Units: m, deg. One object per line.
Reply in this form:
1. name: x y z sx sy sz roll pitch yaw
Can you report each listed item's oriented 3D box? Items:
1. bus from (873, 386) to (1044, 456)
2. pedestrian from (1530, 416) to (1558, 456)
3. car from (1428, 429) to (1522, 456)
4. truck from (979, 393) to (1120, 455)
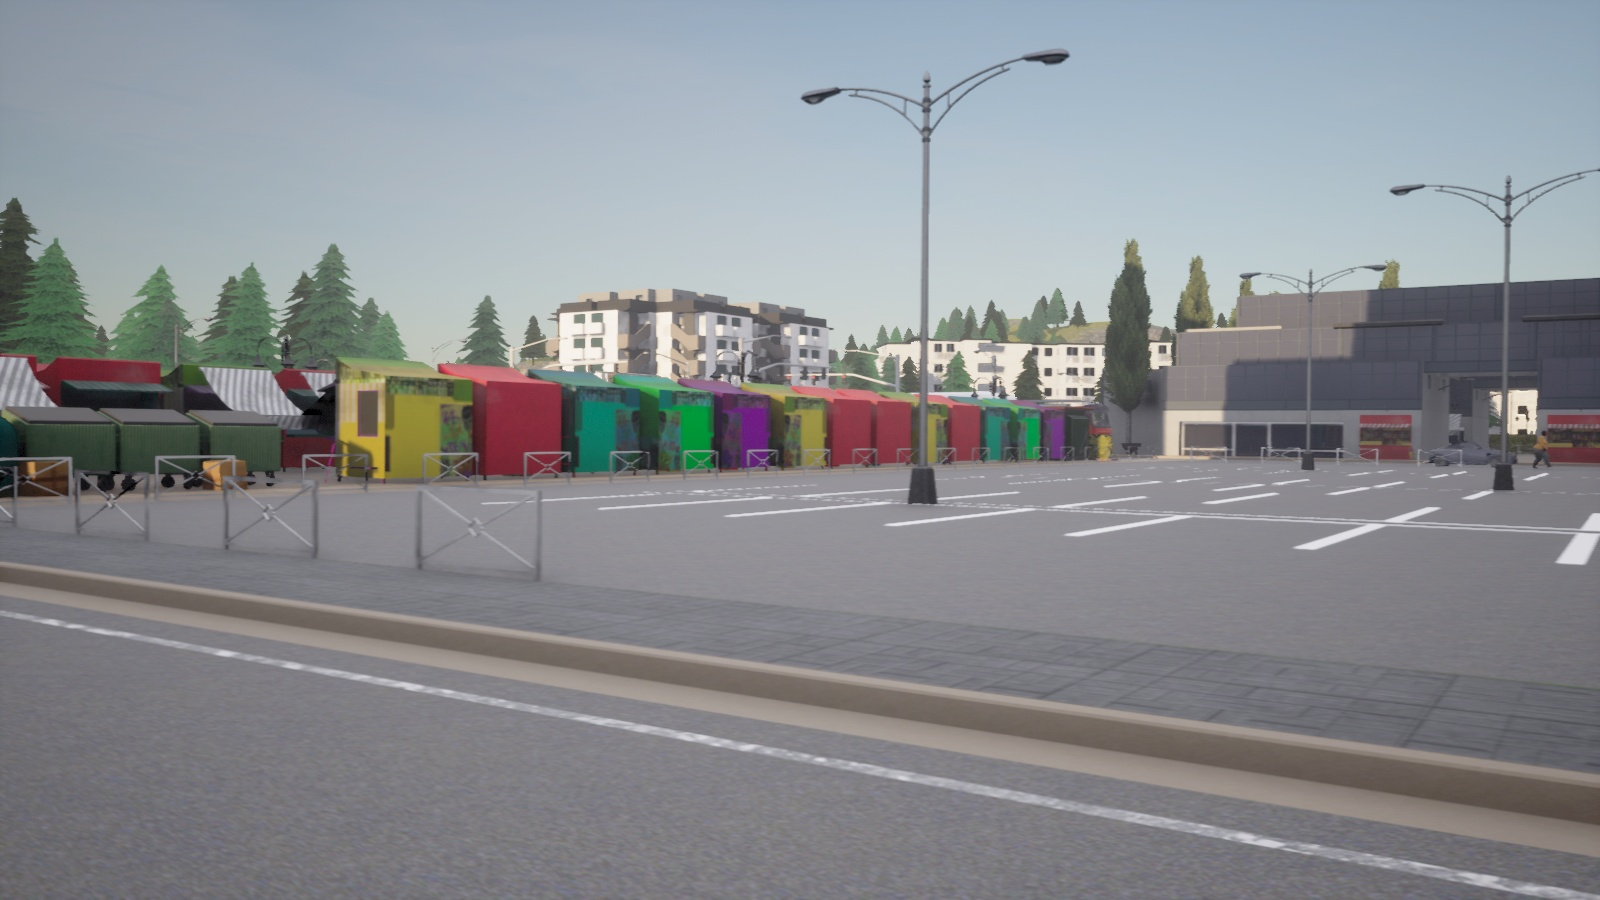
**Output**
1. bus: 10.134 -1.785 80.905 10.273 4.253 3.944 0 1 35
2. pedestrian: 34.629 -0.666 58.469 0.874 1.855 0.900 -1 1 -41
3. car: 35.926 -0.387 66.856 4.181 1.385 1.994 0 1 35
4. truck: 16.025 -1.628 81.009 8.468 3.827 2.891 0 1 35
